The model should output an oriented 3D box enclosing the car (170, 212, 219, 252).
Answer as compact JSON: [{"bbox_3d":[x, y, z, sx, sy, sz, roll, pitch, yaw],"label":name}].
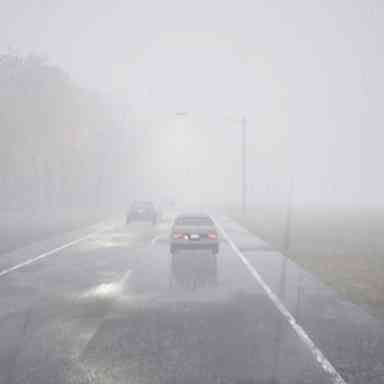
[{"bbox_3d":[0.088,1.552,13.785,2.033,1.411,5.357,0,0,0],"label":"car"}]

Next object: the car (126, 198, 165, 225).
[{"bbox_3d":[-3.423,1.356,24.374,2.097,1.767,4.553,0,0,0],"label":"car"}]

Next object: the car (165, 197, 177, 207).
[{"bbox_3d":[-3.450,1.501,51.112,1.837,1.490,4.892,0,0,0],"label":"car"}]
